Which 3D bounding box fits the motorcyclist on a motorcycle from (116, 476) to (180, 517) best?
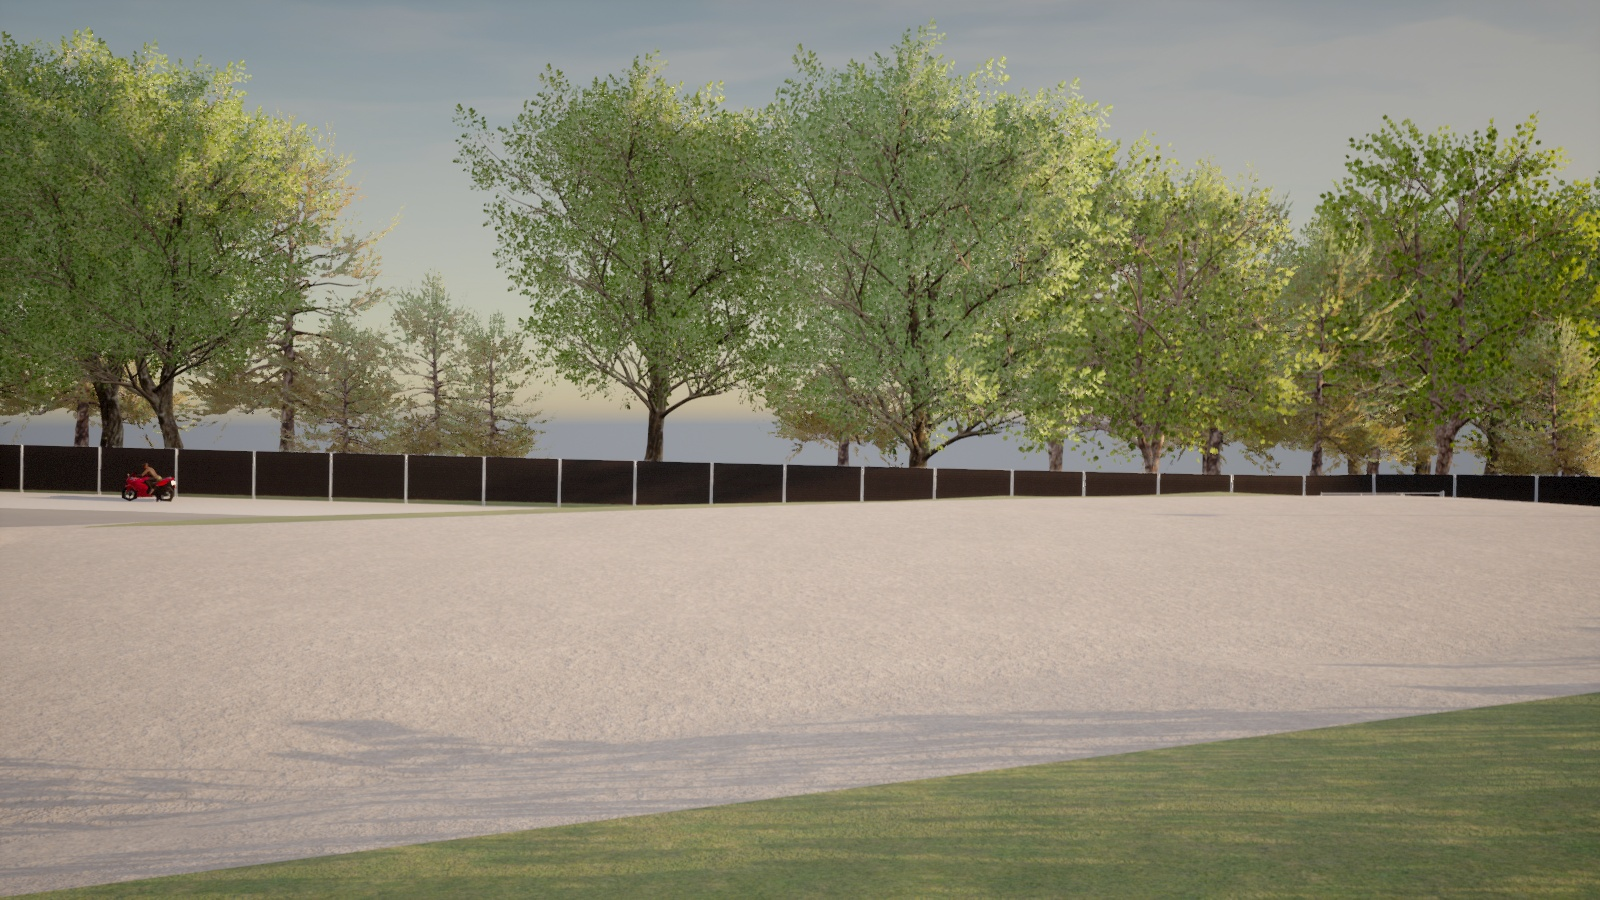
[{"bbox_3d":[-25.090,1.783,48.363,2.044,1.523,0.797,0,1,-2],"label":"motorcyclist on a motorcycle"}]
